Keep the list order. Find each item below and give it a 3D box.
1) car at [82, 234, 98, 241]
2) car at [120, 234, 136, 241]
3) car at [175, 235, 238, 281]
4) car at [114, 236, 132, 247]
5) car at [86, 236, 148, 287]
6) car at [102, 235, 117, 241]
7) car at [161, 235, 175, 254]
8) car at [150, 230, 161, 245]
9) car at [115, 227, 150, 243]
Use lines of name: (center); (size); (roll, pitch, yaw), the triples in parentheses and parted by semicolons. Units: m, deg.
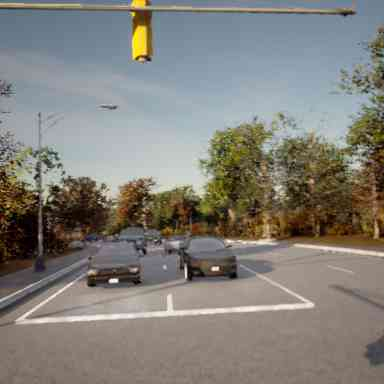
car: (-26.779, 12.227, 87.609); (2.150, 2.045, 5.566); (1, -8, -44)
car: (-15.052, 10.776, 78.555); (1.812, 1.442, 4.674); (1, -8, -36)
car: (0.525, 2.573, 13.774); (1.882, 1.535, 5.008); (-1, -5, -6)
car: (-9.421, 6.729, 45.134); (1.895, 1.301, 4.718); (-1, -7, -19)
car: (-2.949, 2.720, 13.328); (2.033, 1.411, 5.357); (-1, -5, -10)
car: (-21.561, 12.160, 86.951); (1.895, 1.301, 4.718); (1, -8, -41)
car: (-1.059, 4.004, 25.644); (1.895, 1.301, 4.718); (-1, -7, -10)
car: (-5.410, 6.006, 43.967); (2.150, 2.045, 5.566); (-1, -7, -17)
car: (-4.598, 3.753, 25.518); (2.150, 2.045, 5.566); (-1, -7, -10)
